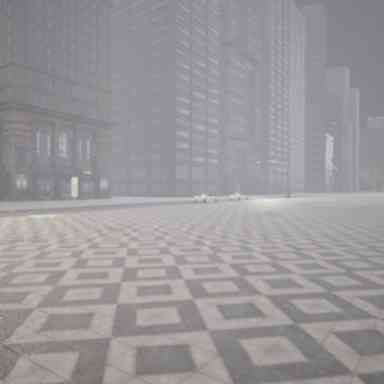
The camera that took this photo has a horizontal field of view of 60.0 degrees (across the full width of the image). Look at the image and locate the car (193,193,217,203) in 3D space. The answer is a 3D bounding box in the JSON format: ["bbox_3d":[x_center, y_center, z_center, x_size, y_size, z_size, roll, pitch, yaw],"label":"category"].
[{"bbox_3d":[1.923,0.930,48.591,1.812,1.442,4.674,0,1,36],"label":"car"}]

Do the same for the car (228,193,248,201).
[{"bbox_3d":[7.854,0.837,56.993,1.812,1.442,4.674,0,1,35],"label":"car"}]
